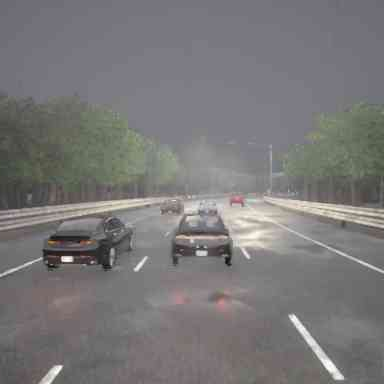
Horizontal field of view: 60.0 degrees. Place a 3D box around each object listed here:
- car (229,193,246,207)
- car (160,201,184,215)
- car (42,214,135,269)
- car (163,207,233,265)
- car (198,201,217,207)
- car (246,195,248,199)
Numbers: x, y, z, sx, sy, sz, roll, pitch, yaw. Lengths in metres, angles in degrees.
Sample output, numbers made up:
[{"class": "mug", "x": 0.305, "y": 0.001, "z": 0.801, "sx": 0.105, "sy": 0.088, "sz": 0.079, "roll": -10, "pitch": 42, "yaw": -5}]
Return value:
[{"class": "car", "x": 7.102, "y": 1.135, "z": 52.721, "sx": 2.150, "sy": 2.045, "sz": 5.566, "roll": 0, "pitch": 0, "yaw": 8}, {"class": "car", "x": -1.881, "y": 1.586, "z": 33.674, "sx": 1.895, "sy": 1.301, "sz": 4.718, "roll": 0, "pitch": 0, "yaw": 5}, {"class": "car", "x": -3.183, "y": 1.499, "z": 11.076, "sx": 1.837, "sy": 1.490, "sz": 4.892, "roll": 0, "pitch": 0, "yaw": 2}, {"class": "car", "x": 0.337, "y": 1.489, "z": 11.662, "sx": 2.128, "sy": 1.511, "sz": 4.902, "roll": 0, "pitch": 0, "yaw": 2}, {"class": "car", "x": 1.645, "y": 1.589, "z": 33.825, "sx": 1.895, "sy": 1.301, "sz": 4.718, "roll": 0, "pitch": 0, "yaw": 5}, {"class": "car", "x": 12.161, "y": 1.450, "z": 81.621, "sx": 1.837, "sy": 1.490, "sz": 4.892, "roll": 0, "pitch": 0, "yaw": 12}]
